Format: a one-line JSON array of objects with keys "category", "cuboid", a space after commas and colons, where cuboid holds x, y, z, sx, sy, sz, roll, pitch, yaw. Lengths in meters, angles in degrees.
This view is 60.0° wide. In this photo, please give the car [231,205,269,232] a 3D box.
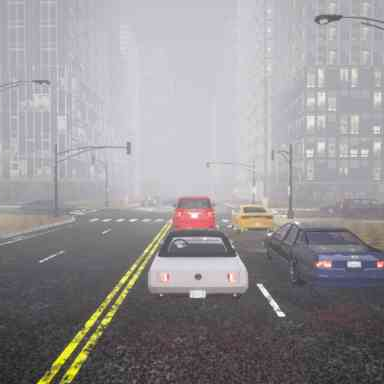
[{"category": "car", "cuboid": [3.373, 1.467, 19.206, 1.882, 1.535, 5.008, 0, 0, 1]}]

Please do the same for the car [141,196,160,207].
[{"category": "car", "cuboid": [-6.543, 1.455, 50.775, 2.128, 1.511, 4.902, 0, 0, 0]}]

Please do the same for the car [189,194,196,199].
[{"category": "car", "cuboid": [0.093, 1.263, 92.017, 1.812, 1.442, 4.674, 0, 0, 0]}]

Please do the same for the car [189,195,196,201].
[{"category": "car", "cuboid": [0.083, 1.439, 82.015, 1.812, 1.442, 4.674, 0, 0, 0]}]

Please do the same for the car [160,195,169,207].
[{"category": "car", "cuboid": [-3.287, 1.527, 51.209, 1.994, 1.385, 4.181, 0, 0, 0]}]

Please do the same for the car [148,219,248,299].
[{"category": "car", "cuboid": [0.110, 1.597, 8.361, 1.895, 1.301, 4.718, 0, 0, 0]}]

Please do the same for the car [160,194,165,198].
[{"category": "car", "cuboid": [-6.492, 1.430, 60.449, 1.882, 1.535, 5.008, 0, 0, -1]}]

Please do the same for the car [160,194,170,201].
[{"category": "car", "cuboid": [-6.419, 1.280, 80.649, 2.097, 1.767, 4.553, 0, 0, 0]}]

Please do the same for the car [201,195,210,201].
[{"category": "car", "cuboid": [3.334, 1.455, 81.595, 2.033, 1.411, 5.357, 0, 0, 0]}]

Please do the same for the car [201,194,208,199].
[{"category": "car", "cuboid": [3.343, 1.263, 92.013, 1.812, 1.442, 4.674, 0, 0, 0]}]

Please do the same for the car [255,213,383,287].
[{"category": "car", "cuboid": [3.365, 1.543, 9.388, 2.033, 1.411, 5.357, 0, 0, 0]}]

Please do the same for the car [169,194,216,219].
[{"category": "car", "cuboid": [0.118, 1.212, 18.119, 2.150, 2.045, 5.566, 0, 0, 0]}]

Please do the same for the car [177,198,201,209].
[{"category": "car", "cuboid": [-0.313, 1.465, 43.593, 1.812, 1.442, 4.674, 1, -1, 16]}]

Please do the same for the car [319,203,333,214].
[{"category": "car", "cuboid": [16.557, 1.589, 36.572, 5.008, 1.535, 1.882, 1, 1, 1]}]

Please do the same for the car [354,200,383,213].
[{"category": "car", "cuboid": [21.850, 1.641, 39.074, 4.829, 1.417, 1.752, 1, 0, 1]}]

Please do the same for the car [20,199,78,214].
[{"category": "car", "cuboid": [-14.527, 1.434, 33.899, 5.357, 1.411, 2.033, 1, 1, 1]}]

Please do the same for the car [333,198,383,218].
[{"category": "car", "cuboid": [16.233, 1.518, 30.793, 5.009, 1.841, 2.192, 1, 0, 1]}]

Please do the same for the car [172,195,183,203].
[{"category": "car", "cuboid": [-3.178, 1.463, 71.558, 2.128, 1.511, 4.902, 0, 0, 0]}]
